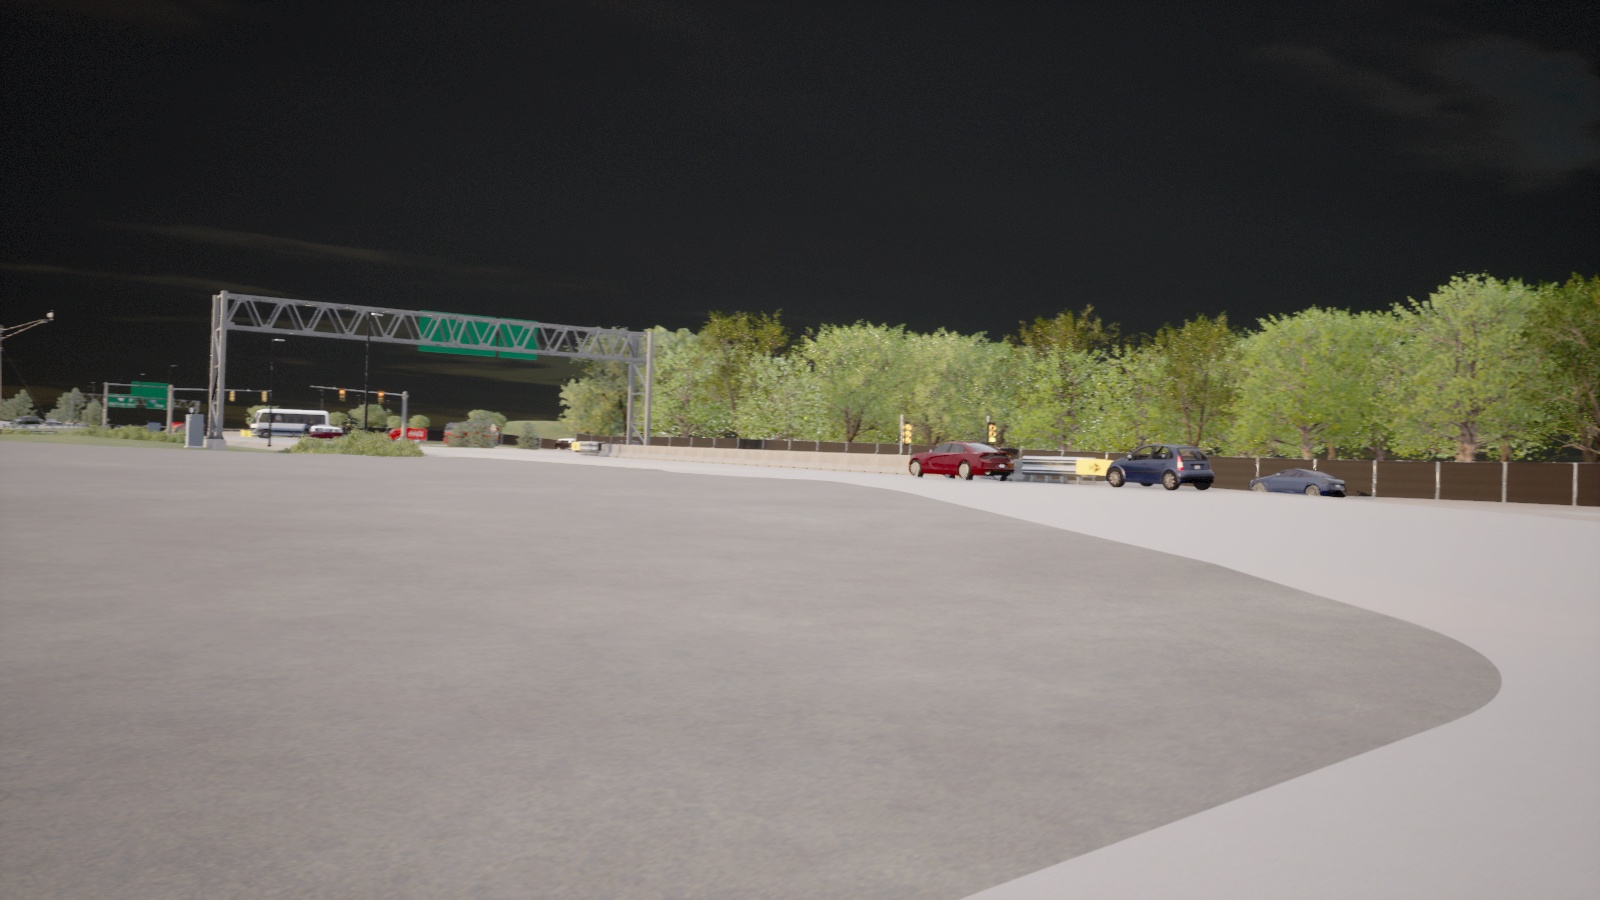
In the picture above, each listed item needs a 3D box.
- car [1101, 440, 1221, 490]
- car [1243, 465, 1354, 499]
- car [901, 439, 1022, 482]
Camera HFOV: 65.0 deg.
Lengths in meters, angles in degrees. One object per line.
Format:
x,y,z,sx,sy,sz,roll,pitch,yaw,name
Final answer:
12.784,0.484,44.674,1.851,1.617,3.988,-1,1,-28,car
22.319,1.419,56.371,1.994,1.385,4.181,2,-1,-35,car
6.230,0.369,48.950,1.882,1.535,5.008,2,0,-32,car
